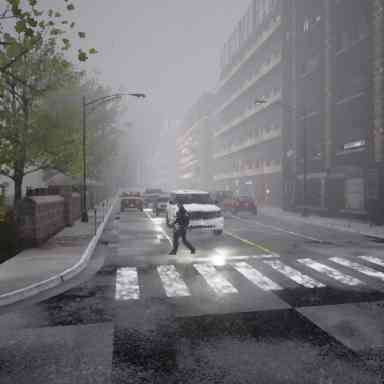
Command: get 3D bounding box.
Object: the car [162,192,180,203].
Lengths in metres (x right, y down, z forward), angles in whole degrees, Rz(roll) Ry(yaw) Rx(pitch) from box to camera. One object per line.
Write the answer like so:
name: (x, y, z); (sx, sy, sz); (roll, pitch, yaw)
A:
car: (-3.038, 0.765, 46.593); (1.895, 1.301, 4.718); (0, 1, -11)

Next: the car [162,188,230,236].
car: (-0.042, 0.930, 16.766); (2.150, 2.045, 5.566); (0, 1, -10)

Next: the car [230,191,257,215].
car: (3.734, 0.953, 26.981); (1.967, 1.590, 4.097); (1, 1, -12)

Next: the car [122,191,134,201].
car: (-10.044, 0.602, 52.154); (1.752, 1.417, 4.829); (1, 1, -12)

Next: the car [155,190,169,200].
car: (-5.095, 0.496, 56.241); (1.837, 1.490, 4.892); (0, 1, -12)

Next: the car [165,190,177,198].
car: (-4.149, 0.352, 65.001); (1.752, 1.417, 4.829); (1, 1, -12)

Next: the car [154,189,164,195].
car: (-8.600, 0.006, 86.466); (1.947, 1.339, 4.313); (1, 1, -12)

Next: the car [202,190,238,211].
car: (2.614, 0.730, 32.386); (2.192, 1.841, 5.009); (1, 1, -12)

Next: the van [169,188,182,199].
van: (-2.991, 0.268, 59.425); (1.690, 1.788, 3.998); (1, 1, -12)

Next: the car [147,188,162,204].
car: (-4.282, 0.564, 37.114); (2.150, 2.045, 5.566); (0, 1, -11)

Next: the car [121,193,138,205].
car: (-7.837, 0.835, 41.506); (1.947, 1.339, 4.313); (1, 1, -12)

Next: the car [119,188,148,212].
car: (-5.590, 0.779, 30.687); (2.192, 1.841, 5.009); (1, 1, -12)

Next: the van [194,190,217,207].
van: (1.493, 0.659, 37.794); (1.690, 1.788, 3.998); (1, 1, -12)

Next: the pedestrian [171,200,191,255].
pedestrian: (-0.356, 1.115, 10.732); (0.375, 1.860, 0.375); (1, 0, -12)

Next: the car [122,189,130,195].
car: (-17.926, -0.043, 90.174); (1.947, 1.339, 4.313); (1, 1, -12)

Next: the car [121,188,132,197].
car: (-14.559, -0.002, 73.948); (2.192, 1.841, 5.009); (1, 1, -12)

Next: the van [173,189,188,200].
van: (-1.870, 0.366, 54.018); (1.690, 1.788, 3.998); (1, 1, -12)

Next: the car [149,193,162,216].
car: (-2.137, 1.056, 26.714); (1.812, 1.442, 4.674); (0, 1, -12)
